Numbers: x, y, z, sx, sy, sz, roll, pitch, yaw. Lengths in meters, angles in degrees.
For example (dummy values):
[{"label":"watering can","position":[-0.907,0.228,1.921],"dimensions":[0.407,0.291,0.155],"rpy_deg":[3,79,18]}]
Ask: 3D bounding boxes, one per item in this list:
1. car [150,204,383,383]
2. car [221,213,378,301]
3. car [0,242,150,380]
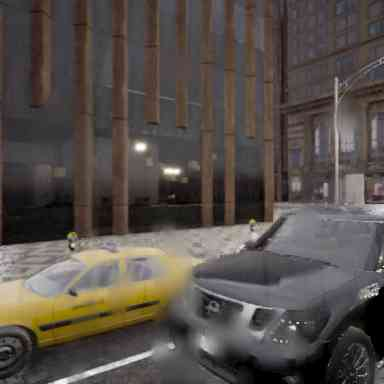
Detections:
[{"label":"car","position":[2.366,1.241,5.145],"dimensions":[5.566,2.045,2.150],"rpy_deg":[0,0,-37]},{"label":"car","position":[2.978,1.477,8.912],"dimensions":[4.097,1.590,1.967],"rpy_deg":[0,0,-37]},{"label":"car","position":[-1.595,1.563,5.519],"dimensions":[4.829,1.417,1.752],"rpy_deg":[0,0,-37]}]
